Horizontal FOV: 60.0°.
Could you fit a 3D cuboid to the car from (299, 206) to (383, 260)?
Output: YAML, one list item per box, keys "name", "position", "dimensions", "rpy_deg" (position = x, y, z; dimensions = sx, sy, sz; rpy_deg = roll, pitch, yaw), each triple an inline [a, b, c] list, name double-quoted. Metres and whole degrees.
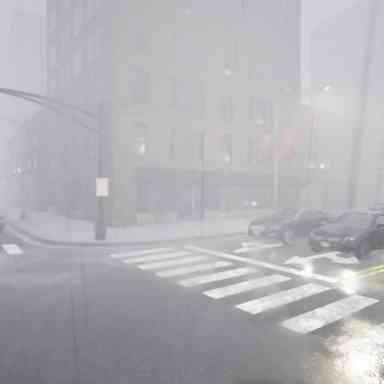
- name: "car"
  position: [6.213, 1.426, 12.134]
  dimensions: [4.674, 1.442, 1.812]
  rpy_deg: [0, 0, -35]

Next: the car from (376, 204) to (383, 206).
- name: "car"
  position: [11.879, 1.404, 20.189]
  dimensions: [4.181, 1.385, 1.994]
  rpy_deg: [0, 0, -36]

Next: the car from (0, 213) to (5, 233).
- name: "car"
  position: [-11.580, 1.482, 18.313]
  dimensions: [2.033, 1.411, 5.357]
  rpy_deg: [0, 0, -36]

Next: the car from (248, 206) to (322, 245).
- name: "car"
  position: [4.628, 1.392, 14.996]
  dimensions: [4.902, 1.511, 2.128]
  rpy_deg: [0, 0, -36]
